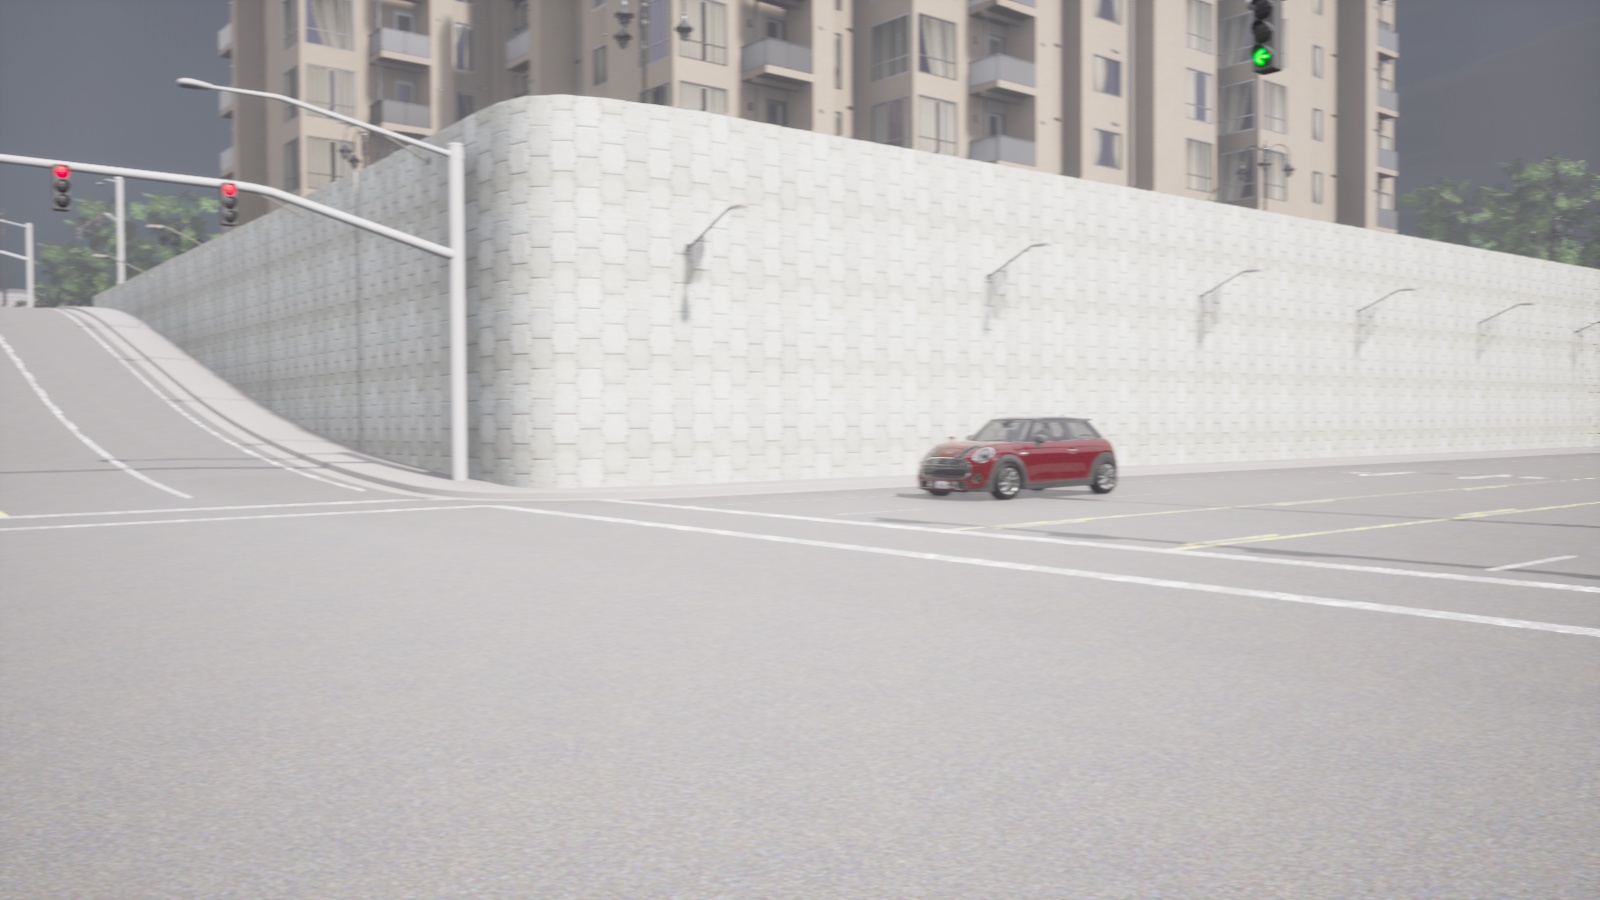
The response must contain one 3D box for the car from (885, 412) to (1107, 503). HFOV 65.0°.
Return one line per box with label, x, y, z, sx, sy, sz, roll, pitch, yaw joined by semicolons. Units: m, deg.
car;4.183;0.103;26.504;4.553;1.767;2.097;-1;2;-38
